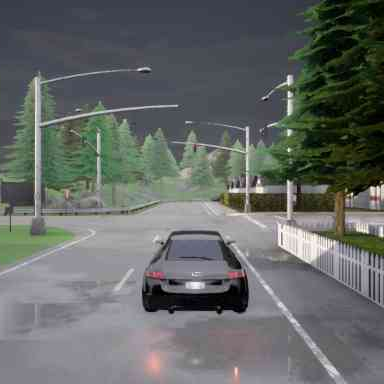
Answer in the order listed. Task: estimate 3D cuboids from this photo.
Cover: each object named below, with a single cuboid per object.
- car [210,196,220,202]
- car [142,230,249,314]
[{"bbox_3d":[6.703,1.524,72.905,5.357,1.411,2.033,0,0,-22],"label":"car"},{"bbox_3d":[0.075,1.564,7.686,1.994,1.385,4.181,0,0,1],"label":"car"}]
